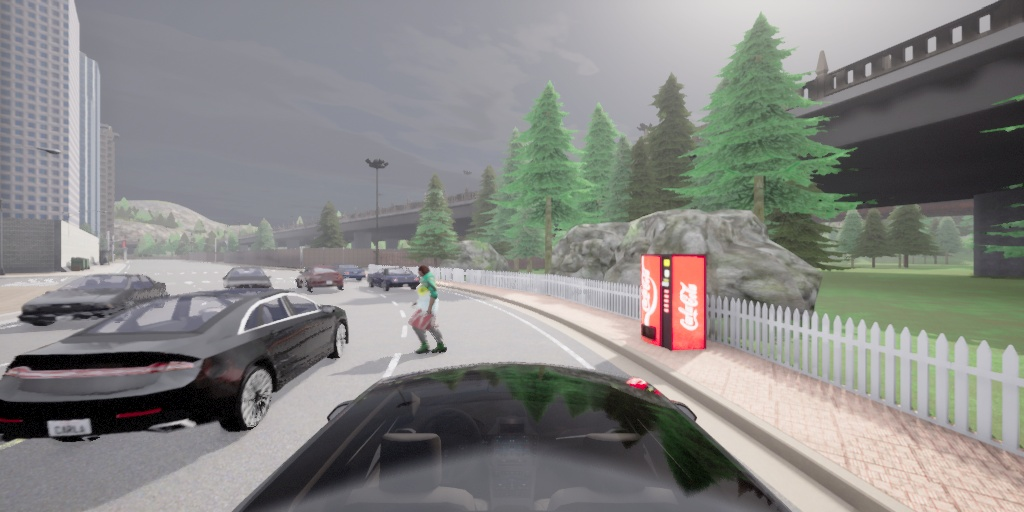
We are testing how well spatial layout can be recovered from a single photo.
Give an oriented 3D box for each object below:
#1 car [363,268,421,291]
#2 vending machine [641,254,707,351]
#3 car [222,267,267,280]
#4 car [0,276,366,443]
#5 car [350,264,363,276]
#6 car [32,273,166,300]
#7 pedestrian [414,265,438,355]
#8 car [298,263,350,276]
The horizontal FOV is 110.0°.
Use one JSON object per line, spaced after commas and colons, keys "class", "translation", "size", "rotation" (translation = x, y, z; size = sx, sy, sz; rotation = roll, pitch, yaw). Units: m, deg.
{"class": "car", "translation": [-7.267, 1.357, 21.743], "size": [1.895, 1.301, 4.718], "rotation": [0, 0, -37]}
{"class": "vending machine", "translation": [3.366, 0.947, 7.558], "size": [1.100, 2.100, 0.880], "rotation": [0, 0, -10]}
{"class": "car", "translation": [-13.827, 1.303, 18.690], "size": [2.033, 1.411, 5.357], "rotation": [0, 0, -40]}
{"class": "car", "translation": [-4.028, 1.240, 5.408], "size": [2.128, 1.511, 4.902], "rotation": [0, 0, -8]}
{"class": "car", "translation": [-13.658, 1.306, 28.888], "size": [5.357, 1.411, 2.033], "rotation": [0, 0, 44]}
{"class": "car", "translation": [-13.429, 1.301, 12.015], "size": [2.033, 1.411, 5.357], "rotation": [0, 0, -30]}
{"class": "pedestrian", "translation": [-1.748, 1.046, 7.321], "size": [0.375, 1.860, 0.375], "rotation": [0, 0, -11]}
{"class": "car", "translation": [-11.492, 1.282, 21.390], "size": [1.812, 1.442, 4.674], "rotation": [0, 0, -40]}
